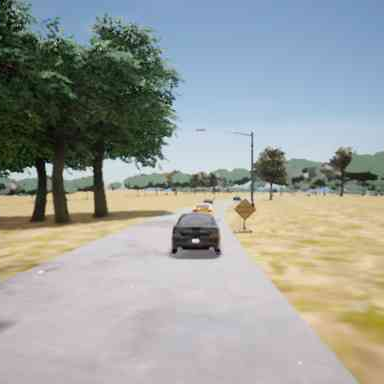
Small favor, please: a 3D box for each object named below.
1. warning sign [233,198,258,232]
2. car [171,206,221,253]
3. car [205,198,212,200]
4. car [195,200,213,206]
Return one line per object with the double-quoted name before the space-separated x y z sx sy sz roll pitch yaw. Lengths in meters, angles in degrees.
"warning sign" 3.080 1.294 19.393 1.300 1.860 1.060 1 1 3
"car" 0.216 1.610 14.374 1.882 1.535 5.008 0 0 2
"car" 3.511 2.050 72.667 1.994 1.385 4.181 0 0 10
"car" 0.999 1.731 29.287 1.882 1.535 5.008 0 0 4
